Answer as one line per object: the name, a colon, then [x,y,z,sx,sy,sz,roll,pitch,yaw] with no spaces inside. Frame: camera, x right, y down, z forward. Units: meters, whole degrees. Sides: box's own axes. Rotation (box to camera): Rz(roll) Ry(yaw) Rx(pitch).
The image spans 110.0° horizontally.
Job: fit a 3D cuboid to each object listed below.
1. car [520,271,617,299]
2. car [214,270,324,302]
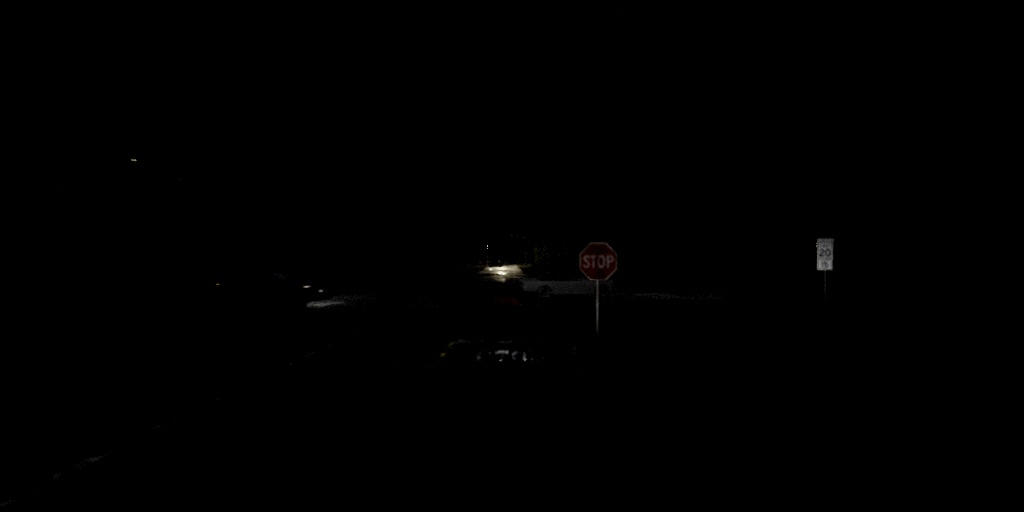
car: [2.824,1.445,18.347,4.718,1.301,1.895,0,0,-5]
car: [-11.647,1.410,17.346,4.674,1.442,1.812,0,0,-3]
